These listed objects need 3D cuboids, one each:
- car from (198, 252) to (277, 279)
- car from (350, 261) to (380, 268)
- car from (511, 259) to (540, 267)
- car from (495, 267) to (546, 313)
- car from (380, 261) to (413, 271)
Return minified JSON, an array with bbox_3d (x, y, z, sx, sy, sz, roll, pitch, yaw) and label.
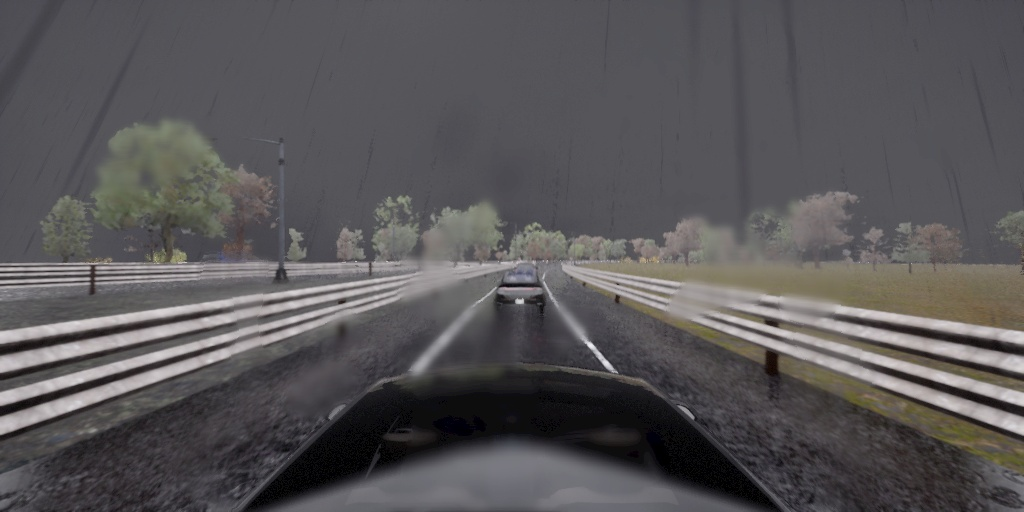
[{"bbox_3d":[-21.427,0.740,28.390,2.150,2.045,5.566,0,-1,15],"label":"car"},{"bbox_3d":[-19.509,1.351,48.417,1.895,1.301,4.718,0,-1,16],"label":"car"},{"bbox_3d":[1.286,1.408,32.451,2.097,1.767,4.553,0,-1,4],"label":"car"},{"bbox_3d":[0.355,1.370,14.655,2.128,1.511,4.902,0,-1,2],"label":"car"},{"bbox_3d":[-15.592,1.356,49.342,1.895,1.301,4.718,0,-1,16],"label":"car"}]
